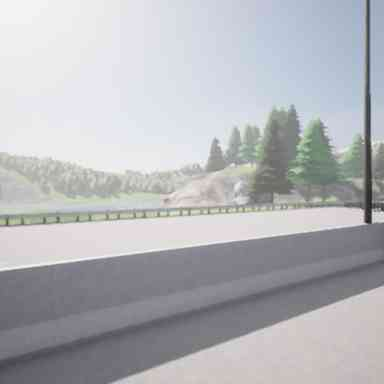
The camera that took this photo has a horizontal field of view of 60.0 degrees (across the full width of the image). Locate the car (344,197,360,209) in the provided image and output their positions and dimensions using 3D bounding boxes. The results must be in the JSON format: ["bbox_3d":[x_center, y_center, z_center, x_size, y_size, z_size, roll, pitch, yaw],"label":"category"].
[{"bbox_3d":[19.938,1.261,39.626,4.181,1.385,1.994,0,0,-35],"label":"car"}]

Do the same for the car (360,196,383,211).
[{"bbox_3d":[20.473,1.215,35.729,4.892,1.490,1.837,-1,1,-35],"label":"car"}]
